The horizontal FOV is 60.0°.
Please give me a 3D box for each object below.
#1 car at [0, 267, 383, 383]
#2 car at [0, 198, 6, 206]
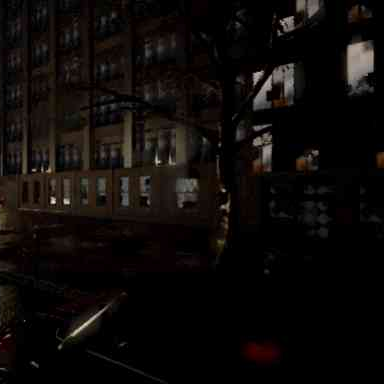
[{"bbox_3d":[-0.072,1.430,2.931,4.097,1.590,1.967,0,0,35],"label":"car"},{"bbox_3d":[-25.176,1.372,46.564,1.802,1.307,4.206,0,0,36],"label":"car"}]
